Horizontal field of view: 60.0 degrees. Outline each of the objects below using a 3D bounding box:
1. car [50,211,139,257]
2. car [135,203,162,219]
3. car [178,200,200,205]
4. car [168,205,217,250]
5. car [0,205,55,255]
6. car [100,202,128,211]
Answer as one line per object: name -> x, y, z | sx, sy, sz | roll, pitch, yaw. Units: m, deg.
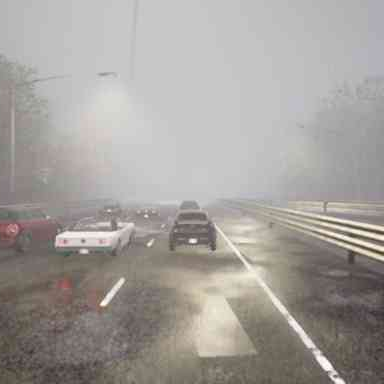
car -> -3.471, 1.611, 12.869 | 1.895, 1.301, 4.718 | 0, 0, -1
car -> -3.701, 1.632, 28.885 | 1.895, 1.301, 4.718 | 0, 0, -1
car -> -0.264, 1.512, 31.885 | 1.882, 1.535, 5.008 | 0, 0, -1
car -> 0.012, 1.515, 14.382 | 1.837, 1.490, 4.892 | 0, 0, -1
car -> -6.981, 1.364, 13.534 | 2.097, 1.767, 4.553 | 0, 0, -1
car -> -7.248, 1.600, 31.035 | 1.994, 1.385, 4.181 | 0, 0, -1
